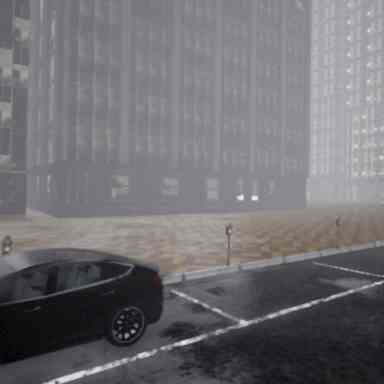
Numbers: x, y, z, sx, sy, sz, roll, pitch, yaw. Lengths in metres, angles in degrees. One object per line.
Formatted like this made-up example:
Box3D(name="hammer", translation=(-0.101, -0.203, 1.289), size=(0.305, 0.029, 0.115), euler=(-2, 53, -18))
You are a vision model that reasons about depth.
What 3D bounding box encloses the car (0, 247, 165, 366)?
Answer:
Box3D(name="car", translation=(-2.436, 1.572, 4.812), size=(4.313, 1.339, 1.947), euler=(1, 0, -35))
